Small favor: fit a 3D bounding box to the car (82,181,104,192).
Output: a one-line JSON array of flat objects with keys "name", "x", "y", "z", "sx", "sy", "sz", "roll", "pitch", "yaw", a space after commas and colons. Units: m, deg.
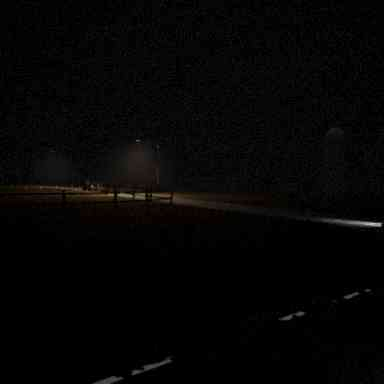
[{"name": "car", "x": -15.523, "y": -0.968, "z": 52.197, "sx": 2.097, "sy": 1.767, "sz": 4.553, "roll": 1, "pitch": 2, "yaw": -36}]
